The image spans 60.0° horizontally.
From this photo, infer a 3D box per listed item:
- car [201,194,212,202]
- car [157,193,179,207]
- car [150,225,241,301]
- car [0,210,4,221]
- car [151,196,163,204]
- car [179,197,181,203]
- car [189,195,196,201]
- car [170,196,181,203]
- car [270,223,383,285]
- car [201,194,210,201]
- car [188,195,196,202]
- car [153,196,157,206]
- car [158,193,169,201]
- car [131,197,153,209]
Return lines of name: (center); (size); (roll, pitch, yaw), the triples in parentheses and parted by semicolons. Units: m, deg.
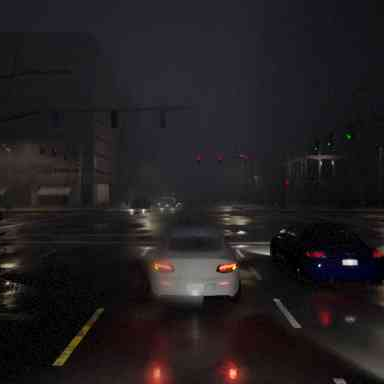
car: (3.547, 1.546, 78.436); (1.994, 1.385, 4.181); (0, 0, 0)
car: (-3.557, 1.222, 50.588); (2.150, 2.045, 5.566); (0, 0, 0)
car: (0.075, 1.526, 8.171); (1.812, 1.442, 4.674); (0, 0, 0)
car: (-15.284, 1.422, 22.295); (5.008, 1.535, 1.882); (0, 0, 1)
car: (-6.983, 1.564, 66.792); (1.994, 1.385, 4.181); (0, 0, 1)
car: (-3.534, 1.478, 60.591); (1.882, 1.535, 5.008); (0, 0, 0)
car: (0.052, 1.493, 87.208); (1.812, 1.442, 4.674); (0, 0, 0)
car: (-3.458, 1.553, 70.428); (1.994, 1.385, 4.181); (0, 0, 0)
car: (3.584, 1.564, 9.538); (1.994, 1.385, 4.181); (0, 0, 0)
car: (3.552, 1.316, 86.961); (2.097, 1.767, 4.553); (0, 0, 0)
car: (0.047, 1.518, 77.881); (2.128, 1.511, 4.902); (0, 0, 0)
car: (-7.053, 1.547, 55.869); (2.033, 1.411, 5.357); (0, 0, 0)
car: (-6.951, 1.210, 81.516); (2.150, 2.045, 5.566); (0, 0, 0)
car: (-7.095, 1.478, 46.105); (1.882, 1.535, 5.008); (0, 0, 1)
